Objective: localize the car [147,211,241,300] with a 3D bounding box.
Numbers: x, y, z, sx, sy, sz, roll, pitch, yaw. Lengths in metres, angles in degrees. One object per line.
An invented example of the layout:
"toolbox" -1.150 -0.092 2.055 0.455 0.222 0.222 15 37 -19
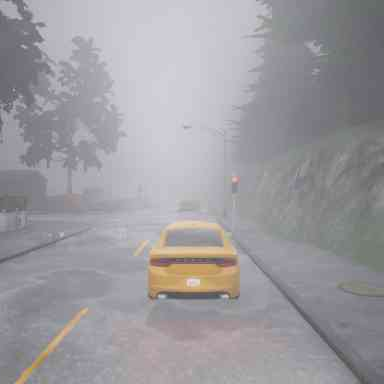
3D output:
"car" 0.050 1.478 8.484 1.882 1.535 5.008 0 0 1

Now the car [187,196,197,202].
"car" 0.017 1.507 71.017 1.895 1.301 4.718 0 0 0

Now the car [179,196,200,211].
"car" -0.219 1.477 37.816 1.882 1.535 5.008 1 0 10
